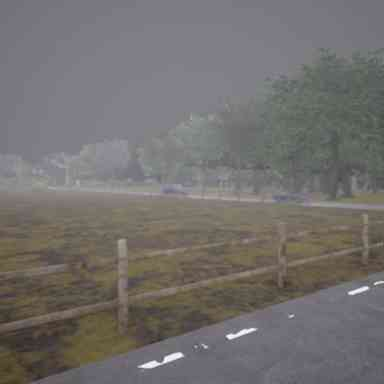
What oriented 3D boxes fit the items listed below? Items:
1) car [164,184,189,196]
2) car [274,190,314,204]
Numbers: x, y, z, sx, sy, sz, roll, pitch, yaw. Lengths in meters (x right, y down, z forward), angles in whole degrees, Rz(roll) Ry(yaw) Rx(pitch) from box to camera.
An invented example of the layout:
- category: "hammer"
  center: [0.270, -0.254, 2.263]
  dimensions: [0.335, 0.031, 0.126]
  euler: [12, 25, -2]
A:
- category: "car"
  center: [-2.782, -0.358, 57.205]
  dimensions: [2.150, 2.045, 5.566]
  euler: [-1, 2, -35]
- category: "car"
  center: [11.323, 0.529, 37.225]
  dimensions: [1.812, 1.442, 4.674]
  euler: [-1, 2, -35]
